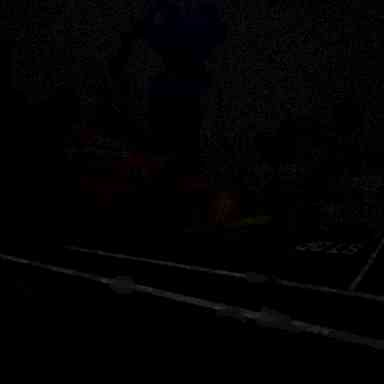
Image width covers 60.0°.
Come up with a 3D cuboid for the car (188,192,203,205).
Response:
[{"bbox_3d":[-0.634,0.999,50.034,4.605,1.855,1.932,0,0,34],"label":"car"}]
